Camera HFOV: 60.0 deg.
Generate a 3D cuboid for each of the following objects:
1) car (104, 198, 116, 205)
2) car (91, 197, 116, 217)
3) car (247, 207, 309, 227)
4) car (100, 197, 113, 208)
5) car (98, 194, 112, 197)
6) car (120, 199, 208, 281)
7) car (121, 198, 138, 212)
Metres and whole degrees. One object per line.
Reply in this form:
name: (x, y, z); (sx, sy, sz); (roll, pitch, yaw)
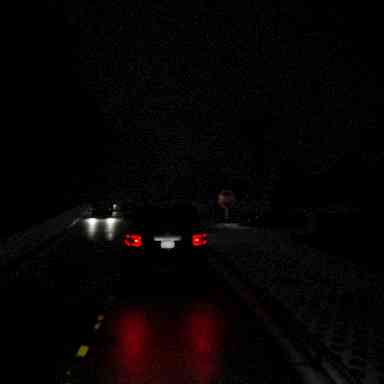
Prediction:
car: (-16.334, 1.816, 66.588); (1.895, 1.301, 4.718); (0, -1, -8)
car: (-8.549, 1.551, 31.924); (1.882, 1.535, 5.008); (1, 0, -14)
car: (6.485, 1.884, 25.041); (4.674, 1.442, 1.812); (1, -3, -11)
car: (-13.398, 1.618, 52.216); (1.837, 1.490, 4.892); (1, 0, -12)
car: (-11.019, 1.304, 42.155); (2.150, 2.045, 5.566); (1, 0, -13)
car: (-0.933, 1.288, 10.277); (2.150, 2.045, 5.566); (0, 0, -8)
car: (-7.937, 1.588, 41.702); (1.882, 1.535, 5.008); (1, 0, -13)
